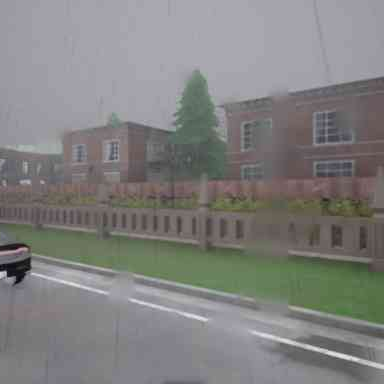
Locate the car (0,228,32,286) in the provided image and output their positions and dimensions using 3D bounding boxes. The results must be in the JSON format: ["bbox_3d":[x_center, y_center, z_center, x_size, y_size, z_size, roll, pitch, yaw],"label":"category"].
[{"bbox_3d":[-5.896,1.488,8.197,4.902,1.511,2.128,0,0,36],"label":"car"}]
